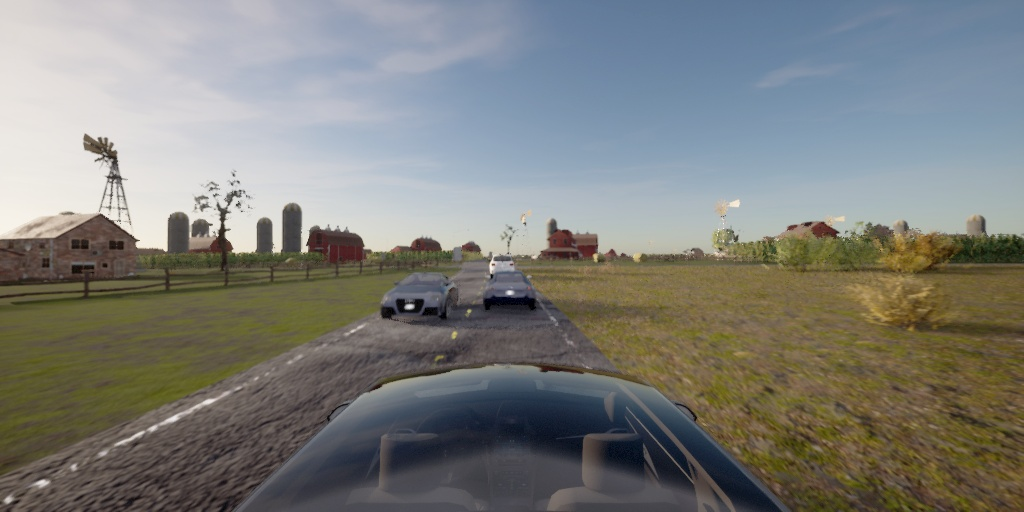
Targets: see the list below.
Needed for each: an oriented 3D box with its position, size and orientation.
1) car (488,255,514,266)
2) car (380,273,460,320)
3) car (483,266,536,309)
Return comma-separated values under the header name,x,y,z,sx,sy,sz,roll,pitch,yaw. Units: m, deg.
name,x,y,z,sx,sy,sz,roll,pitch,yaw
car,-0.968,0.895,33.014,2.150,2.045,5.566,0,0,-4
car,-2.984,1.276,12.345,1.994,1.385,4.181,0,0,-1
car,-0.129,1.273,14.742,1.994,1.385,4.181,0,0,-2
